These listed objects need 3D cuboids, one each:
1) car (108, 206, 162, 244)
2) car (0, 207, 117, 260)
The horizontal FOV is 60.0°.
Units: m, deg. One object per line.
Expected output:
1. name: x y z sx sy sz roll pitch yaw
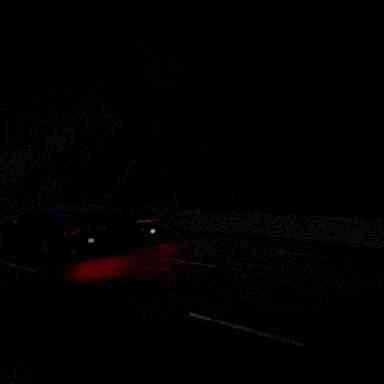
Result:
1. car: -3.550 1.397 15.317 4.902 1.511 2.128 1 0 37
2. car: -5.219 1.387 12.183 5.008 1.535 1.882 1 0 37
